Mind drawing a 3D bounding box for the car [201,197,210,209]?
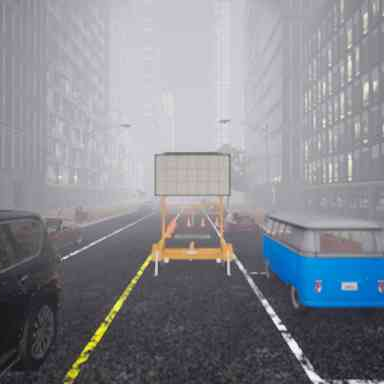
[{"bbox_3d":[2.775,1.854,47.389,2.008,1.369,4.403,0,0,0],"label":"car"}]

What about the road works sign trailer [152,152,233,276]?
[{"bbox_3d":[0.017,0.534,10.574,2.380,3.560,2.880,0,0,0],"label":"road works sign trailer"}]

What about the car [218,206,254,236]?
[{"bbox_3d":[2.723,1.706,18.927,1.802,1.307,4.206,0,0,0],"label":"car"}]

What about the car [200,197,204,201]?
[{"bbox_3d":[2.785,1.885,53.081,2.008,1.369,4.403,0,0,0],"label":"car"}]

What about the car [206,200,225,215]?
[{"bbox_3d":[2.754,1.816,36.004,1.802,1.307,4.206,0,0,0],"label":"car"}]

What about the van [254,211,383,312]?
[{"bbox_3d":[2.702,1.391,7.545,1.690,1.788,3.998,0,0,0],"label":"van"}]

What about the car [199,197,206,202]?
[{"bbox_3d":[2.858,2.069,92.928,1.887,1.381,4.507,0,0,0],"label":"car"}]

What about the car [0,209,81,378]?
[{"bbox_3d":[-2.997,1.241,2.814,2.150,2.045,5.566,0,0,0],"label":"car"}]

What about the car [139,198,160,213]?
[{"bbox_3d":[-5.617,1.820,41.715,2.008,1.369,4.403,0,0,0],"label":"car"}]

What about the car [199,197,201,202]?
[{"bbox_3d":[2.806,1.832,64.467,1.967,1.590,4.097,0,0,0],"label":"car"}]

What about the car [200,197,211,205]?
[{"bbox_3d":[2.816,1.860,70.159,1.967,1.590,4.097,0,0,0],"label":"car"}]

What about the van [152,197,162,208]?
[{"bbox_3d":[-5.595,1.675,53.102,1.690,1.788,3.998,0,0,0],"label":"van"}]
